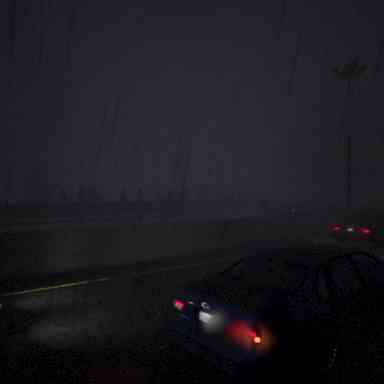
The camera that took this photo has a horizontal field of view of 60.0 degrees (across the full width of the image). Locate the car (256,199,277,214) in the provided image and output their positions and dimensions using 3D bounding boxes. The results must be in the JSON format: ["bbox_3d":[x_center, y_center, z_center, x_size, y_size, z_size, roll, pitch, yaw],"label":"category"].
[{"bbox_3d":[9.329,1.688,39.767,2.097,1.767,4.553,0,-1,32],"label":"car"}]

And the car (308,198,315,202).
[{"bbox_3d":[25.899,2.145,73.107,1.812,1.442,4.674,0,0,11],"label":"car"}]

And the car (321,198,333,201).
[{"bbox_3d":[29.372,2.128,72.664,1.837,1.490,4.892,0,0,11],"label":"car"}]

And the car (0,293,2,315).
[{"bbox_3d":[-5.329,1.508,4.408,4.892,1.490,1.837,1,0,-35],"label":"car"}]

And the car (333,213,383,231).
[{"bbox_3d":[8.602,1.710,16.171,2.033,1.411,5.357,0,-1,44],"label":"car"}]

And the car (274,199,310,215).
[{"bbox_3d":[10.797,1.840,35.631,1.812,1.442,4.674,0,0,34],"label":"car"}]

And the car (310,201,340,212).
[{"bbox_3d":[13.834,1.882,33.914,1.994,1.385,4.181,0,0,34],"label":"car"}]

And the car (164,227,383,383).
[{"bbox_3d":[2.134,1.599,5.600,5.357,1.411,2.033,1,-1,-39],"label":"car"}]
